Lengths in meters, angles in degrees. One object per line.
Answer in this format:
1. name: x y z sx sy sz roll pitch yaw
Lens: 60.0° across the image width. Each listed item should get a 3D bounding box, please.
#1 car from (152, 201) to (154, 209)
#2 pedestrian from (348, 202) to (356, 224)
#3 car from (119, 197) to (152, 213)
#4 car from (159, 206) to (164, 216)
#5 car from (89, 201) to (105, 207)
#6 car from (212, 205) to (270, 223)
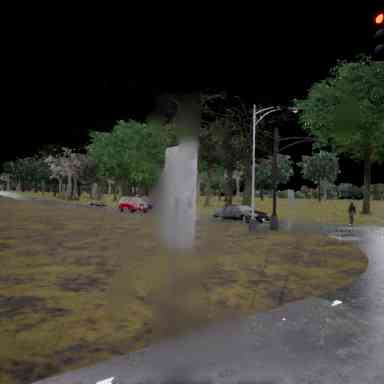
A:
1. car: -7.880 1.852 50.672 2.150 2.045 5.566 3 -2 -36
2. pedestrian: 13.366 1.718 27.817 0.375 1.860 0.375 2 -1 -36
3. car: -7.922 1.680 44.431 2.150 2.045 5.566 3 -2 -34
4. car: -1.835 1.928 35.903 1.994 1.385 4.181 3 -2 -37
5. car: -18.871 2.346 65.930 1.895 1.301 4.718 3 -2 -35
6. car: 3.975 1.793 27.846 2.033 1.411 5.357 3 -2 -36
